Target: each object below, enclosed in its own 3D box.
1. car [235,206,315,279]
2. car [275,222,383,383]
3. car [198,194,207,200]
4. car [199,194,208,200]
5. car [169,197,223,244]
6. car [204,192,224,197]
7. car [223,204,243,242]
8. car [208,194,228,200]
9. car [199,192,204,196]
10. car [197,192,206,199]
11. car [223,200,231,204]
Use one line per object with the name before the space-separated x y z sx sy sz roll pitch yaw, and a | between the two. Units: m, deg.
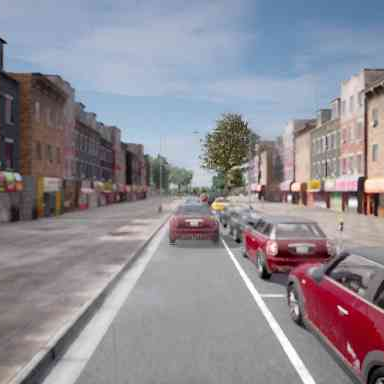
car | 2.639 1.402 9.917 1.967 1.590 4.097 0 0 0
car | 2.638 1.425 4.370 1.967 1.590 4.097 0 0 0
car | 2.641 1.170 82.011 2.008 1.369 4.403 0 0 0
car | 2.641 1.163 76.637 1.752 1.417 4.829 0 0 0
car | 0.093 1.288 15.489 2.097 1.767 4.553 0 0 0
car | 2.984 1.036 41.408 2.150 2.045 5.566 0 0 0
car | 2.639 1.488 15.465 2.008 1.369 4.403 0 0 0
car | 3.027 1.299 34.569 1.801 1.575 5.366 0 0 0
car | 2.641 1.059 54.284 2.192 1.841 5.009 0 0 0
car | 2.641 0.896 93.102 2.192 1.841 5.009 0 0 0
car | 2.639 1.460 21.010 2.008 1.369 4.403 0 0 0
